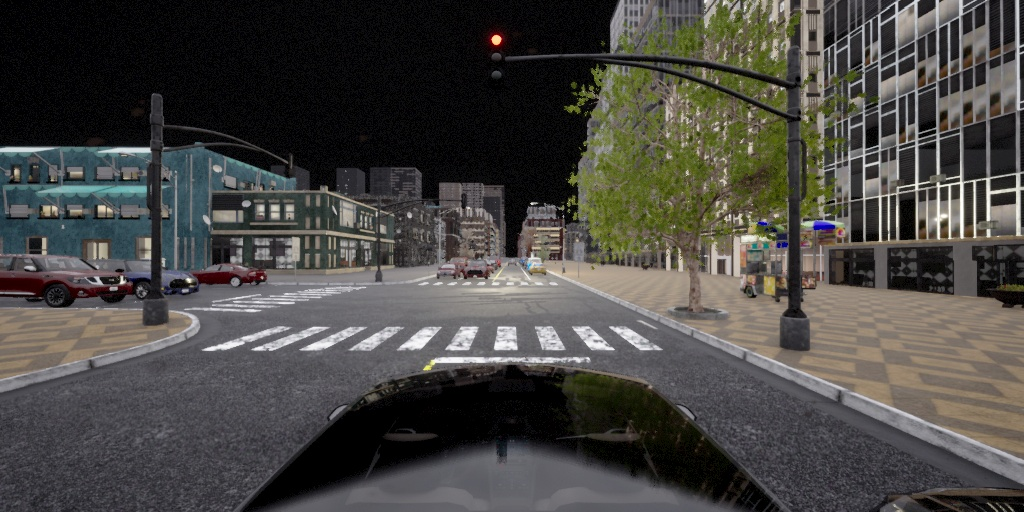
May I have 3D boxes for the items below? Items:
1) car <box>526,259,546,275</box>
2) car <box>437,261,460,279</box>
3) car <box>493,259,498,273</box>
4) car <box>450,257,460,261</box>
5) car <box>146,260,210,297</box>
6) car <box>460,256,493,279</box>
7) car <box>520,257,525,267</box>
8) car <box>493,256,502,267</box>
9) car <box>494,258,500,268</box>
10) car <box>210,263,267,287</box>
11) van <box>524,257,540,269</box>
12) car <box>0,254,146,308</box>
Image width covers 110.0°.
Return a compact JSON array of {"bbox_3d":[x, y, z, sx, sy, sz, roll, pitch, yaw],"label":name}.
[{"bbox_3d":[2.711,1.279,38.223,1.751,1.417,4.829,0,0,0],"label":"car"},{"bbox_3d":[-5.672,1.335,32.504,1.802,1.307,4.207,0,0,0],"label":"car"},{"bbox_3d":[-3.077,1.319,42.115,1.994,1.385,4.181,0,0,0],"label":"car"},{"bbox_3d":[-5.669,1.069,38.055,2.192,1.841,5.009,0,0,0],"label":"car"},{"bbox_3d":[-16.529,0.908,15.701,4.553,1.767,2.097,1,0,0],"label":"car"},{"bbox_3d":[-3.082,1.105,32.201,2.097,1.767,4.553,0,0,0],"label":"car"},{"bbox_3d":[2.720,1.307,54.706,2.007,1.370,4.403,0,0,0],"label":"car"},{"bbox_3d":[-3.012,0.980,62.790,2.150,2.045,5.566,0,0,1],"label":"car"},{"bbox_3d":[-3.062,1.282,52.197,1.812,1.442,4.674,0,0,0],"label":"car"},{"bbox_3d":[-17.265,1.122,21.502,4.507,1.381,1.888,0,0,-1],"label":"car"},{"bbox_3d":[2.715,1.096,43.604,1.690,1.789,3.998,0,0,0],"label":"van"},{"bbox_3d":[-17.151,0.850,13.122,5.009,1.841,2.192,0,0,-1],"label":"car"}]
